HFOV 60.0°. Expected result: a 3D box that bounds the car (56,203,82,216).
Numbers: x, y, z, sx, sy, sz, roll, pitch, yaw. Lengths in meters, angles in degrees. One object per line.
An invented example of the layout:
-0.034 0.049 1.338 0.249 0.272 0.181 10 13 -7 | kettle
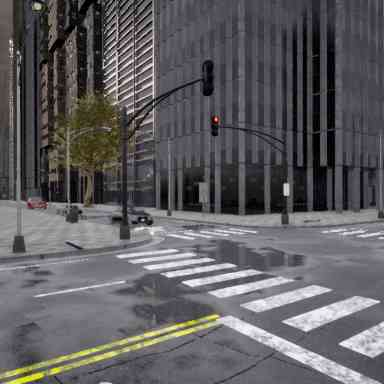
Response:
-13.672 1.873 36.962 1.994 1.385 4.181 0 0 -35 | car

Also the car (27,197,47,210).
-24.421 1.833 52.253 2.150 2.045 5.566 0 -1 -35 | car

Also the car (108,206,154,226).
-4.454 1.728 23.983 1.994 1.385 4.181 0 0 -35 | car
